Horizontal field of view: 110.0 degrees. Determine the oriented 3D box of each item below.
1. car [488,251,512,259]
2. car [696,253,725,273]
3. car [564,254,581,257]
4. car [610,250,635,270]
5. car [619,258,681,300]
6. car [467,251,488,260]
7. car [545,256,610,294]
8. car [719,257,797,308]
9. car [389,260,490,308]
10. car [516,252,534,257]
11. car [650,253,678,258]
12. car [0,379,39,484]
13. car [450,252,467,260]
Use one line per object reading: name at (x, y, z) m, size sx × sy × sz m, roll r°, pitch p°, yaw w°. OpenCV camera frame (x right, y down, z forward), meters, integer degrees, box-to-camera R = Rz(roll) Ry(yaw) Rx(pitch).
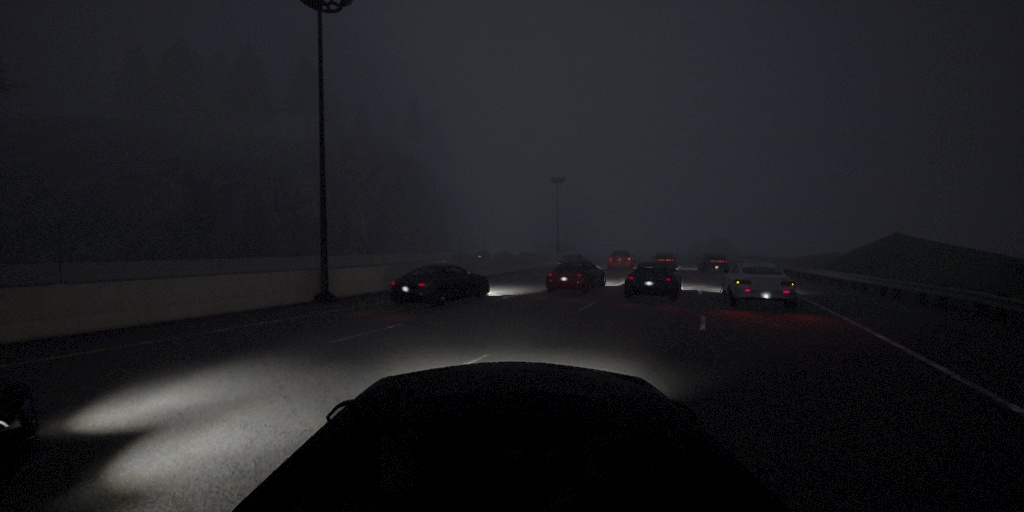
car at (-1.369, -0.046, 53.445) m, size 2.128 × 1.511 × 4.902 m, roll 0°, pitch 1°, yaw 17°
car at (15.896, 0.502, 28.478) m, size 1.837 × 1.490 × 4.892 m, roll 0°, pitch 2°, yaw 22°
car at (5.164, 0.565, 29.881) m, size 2.033 × 1.411 × 5.357 m, roll 0°, pitch 2°, yaw 23°
car at (10.014, 0.276, 32.648) m, size 2.097 × 1.767 × 4.553 m, roll 0°, pitch 2°, yaw 22°
car at (6.020, 0.946, 15.154) m, size 1.994 × 1.385 × 4.181 m, roll 0°, pitch 2°, yaw 27°
car at (-4.691, -0.041, 54.542) m, size 1.837 × 1.490 × 4.892 m, roll 0°, pitch 1°, yaw 17°
car at (3.142, 0.909, 17.210) m, size 1.994 × 1.385 × 4.181 m, roll 0°, pitch 2°, yaw 27°
car at (8.952, 0.941, 13.210) m, size 1.812 × 1.442 × 4.674 m, roll 0°, pitch 2°, yaw 27°
car at (-2.602, 1.026, 13.726) m, size 1.994 × 1.385 × 4.181 m, roll 1°, pitch 2°, yaw 28°
car at (1.997, 0.069, 52.478) m, size 1.895 × 1.301 × 4.718 m, roll 0°, pitch 1°, yaw 17°
car at (13.026, 0.461, 30.726) m, size 1.837 × 1.490 × 4.892 m, roll 0°, pitch 2°, yaw 22°
car at (-5.721, 1.313, 1.399) m, size 1.812 × 1.442 × 4.674 m, roll 1°, pitch 2°, yaw 32°
car at (-8.007, 0.005, 55.665) m, size 1.994 × 1.385 × 4.181 m, roll 0°, pitch 1°, yaw 17°
